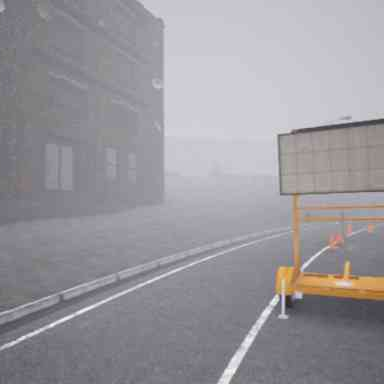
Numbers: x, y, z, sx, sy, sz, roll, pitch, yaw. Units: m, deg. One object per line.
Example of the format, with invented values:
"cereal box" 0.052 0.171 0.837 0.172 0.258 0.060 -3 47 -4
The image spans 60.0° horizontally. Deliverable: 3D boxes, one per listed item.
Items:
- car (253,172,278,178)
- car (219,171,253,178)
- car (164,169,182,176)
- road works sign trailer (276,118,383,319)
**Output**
"car" 11.869 -2.447 54.876 4.892 1.521 2.231 1 -5 -19
"car" 6.633 -2.491 53.130 4.892 1.521 2.231 0 -4 -18
"car" -3.753 -2.677 49.691 4.553 1.767 2.185 0 -4 -18
"road works sign trailer" 3.072 0.424 6.784 2.380 3.560 2.880 -3 -1 27
